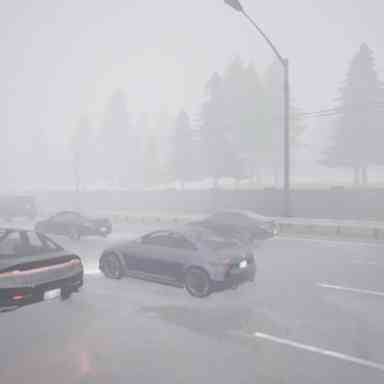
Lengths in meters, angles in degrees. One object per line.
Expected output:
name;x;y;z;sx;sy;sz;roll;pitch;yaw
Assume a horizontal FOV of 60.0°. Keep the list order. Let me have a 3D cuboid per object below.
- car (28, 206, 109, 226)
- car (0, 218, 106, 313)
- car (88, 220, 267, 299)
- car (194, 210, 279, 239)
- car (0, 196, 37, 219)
car;-6.025;1.596;16.855;4.674;1.442;1.812;0;0;35
car;-4.343;1.529;7.069;4.902;1.511;2.128;0;0;36
car;-0.482;1.591;8.607;4.181;1.385;1.994;0;0;36
car;1.713;1.563;15.646;4.674;1.442;1.812;0;0;36
car;-15.089;1.358;27.622;5.566;2.045;2.150;0;0;35
